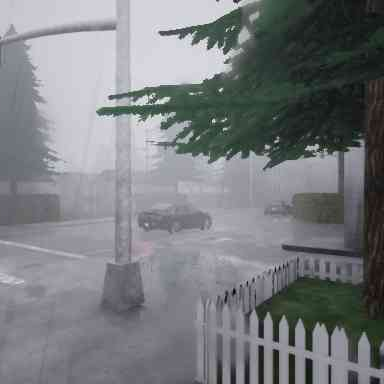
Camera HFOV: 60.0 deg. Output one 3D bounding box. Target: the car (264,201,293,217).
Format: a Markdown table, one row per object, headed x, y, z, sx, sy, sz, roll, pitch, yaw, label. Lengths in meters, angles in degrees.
| x | y | z | sx | sy | sz | roll | pitch | yaw | label |
| --- | --- | --- | --- | --- | --- | --- | --- | --- | --- |
| 8.147 | 1.520 | 30.960 | 1.994 | 1.385 | 4.181 | 0 | -1 | 29 | car |

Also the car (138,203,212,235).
| x | y | z | sx | sy | sz | roll | pitch | yaw | label |
| --- | --- | --- | --- | --- | --- | --- | --- | --- | --- |
| -0.750 | 1.342 | 17.726 | 1.837 | 1.490 | 4.892 | 3 | 0 | 35 | car |
